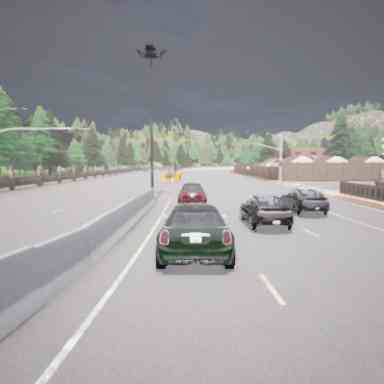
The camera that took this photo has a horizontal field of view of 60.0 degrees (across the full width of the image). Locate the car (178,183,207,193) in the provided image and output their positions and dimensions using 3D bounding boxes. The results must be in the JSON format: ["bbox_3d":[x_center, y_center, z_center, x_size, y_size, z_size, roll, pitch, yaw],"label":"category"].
[{"bbox_3d":[0.016,0.082,24.725,2.097,1.767,4.553,0,5,0],"label":"car"}]

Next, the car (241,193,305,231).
[{"bbox_3d":[3.558,0.905,16.430,2.128,1.511,4.902,0,4,0],"label":"car"}]

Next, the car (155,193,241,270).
[{"bbox_3d":[0.084,1.112,10.414,2.097,1.767,4.553,0,3,0],"label":"car"}]

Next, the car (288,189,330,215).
[{"bbox_3d":[7.036,0.530,21.092,2.128,1.511,4.902,0,5,0],"label":"car"}]
